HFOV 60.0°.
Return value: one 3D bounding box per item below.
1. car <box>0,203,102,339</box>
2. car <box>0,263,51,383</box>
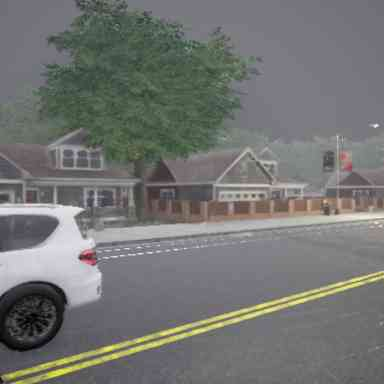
[{"bbox_3d":[-4.111,1.217,4.662,5.566,2.045,2.150,0,0,-35],"label":"car"},{"bbox_3d":[-3.281,1.490,1.048,4.902,1.511,2.128,0,0,-35],"label":"car"}]
